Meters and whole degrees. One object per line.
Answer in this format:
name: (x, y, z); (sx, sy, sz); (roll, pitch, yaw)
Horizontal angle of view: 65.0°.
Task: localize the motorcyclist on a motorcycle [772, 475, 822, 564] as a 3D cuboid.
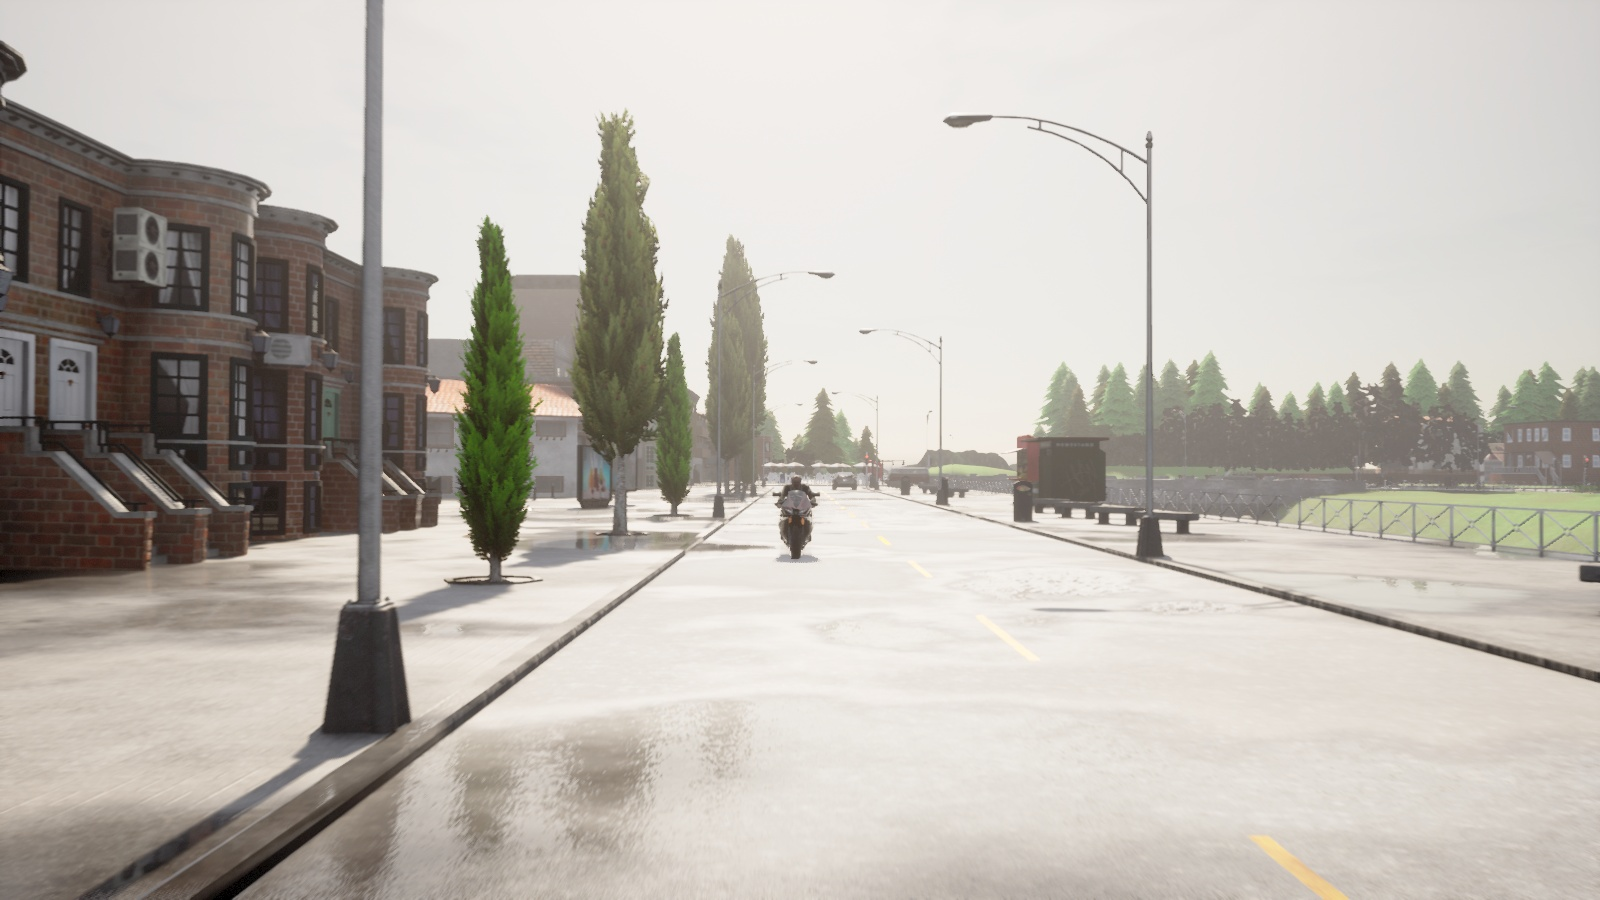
motorcyclist on a motorcycle: (-0.059, 1.235, 22.977); (0.866, 1.530, 2.191); (0, -1, 0)
